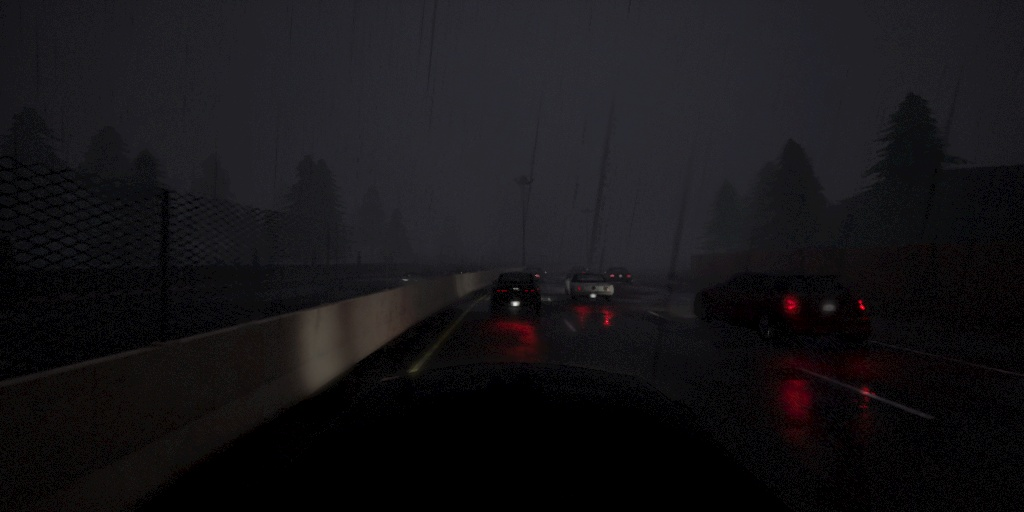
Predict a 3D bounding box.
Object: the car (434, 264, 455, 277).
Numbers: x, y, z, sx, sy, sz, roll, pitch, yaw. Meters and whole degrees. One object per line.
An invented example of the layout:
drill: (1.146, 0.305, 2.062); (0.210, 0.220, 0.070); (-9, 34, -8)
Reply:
car: (-6.570, 1.706, 41.171); (2.128, 1.511, 4.902); (0, -1, 16)

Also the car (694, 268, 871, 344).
car: (7.095, 1.200, 10.119); (2.097, 1.767, 4.553); (0, -1, 1)

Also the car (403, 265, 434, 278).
car: (-10.280, 1.760, 41.025); (2.033, 1.411, 5.357); (0, -1, 15)

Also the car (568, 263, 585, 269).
car: (6.557, 1.710, 35.364); (1.994, 1.385, 4.181); (0, -1, 14)

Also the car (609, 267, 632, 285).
car: (8.909, 1.633, 30.255); (2.033, 1.411, 5.357); (0, -1, 11)

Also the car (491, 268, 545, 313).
car: (0.203, 1.408, 14.741); (1.837, 1.490, 4.892); (0, -1, 2)

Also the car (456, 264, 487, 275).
car: (-3.866, 1.699, 37.714); (1.812, 1.442, 4.674); (0, -1, 14)

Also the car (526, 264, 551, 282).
car: (1.828, 1.635, 30.417); (2.033, 1.411, 5.357); (0, -1, 10)

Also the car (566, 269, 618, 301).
car: (3.884, 1.551, 18.681); (1.895, 1.301, 4.718); (0, -1, 4)
